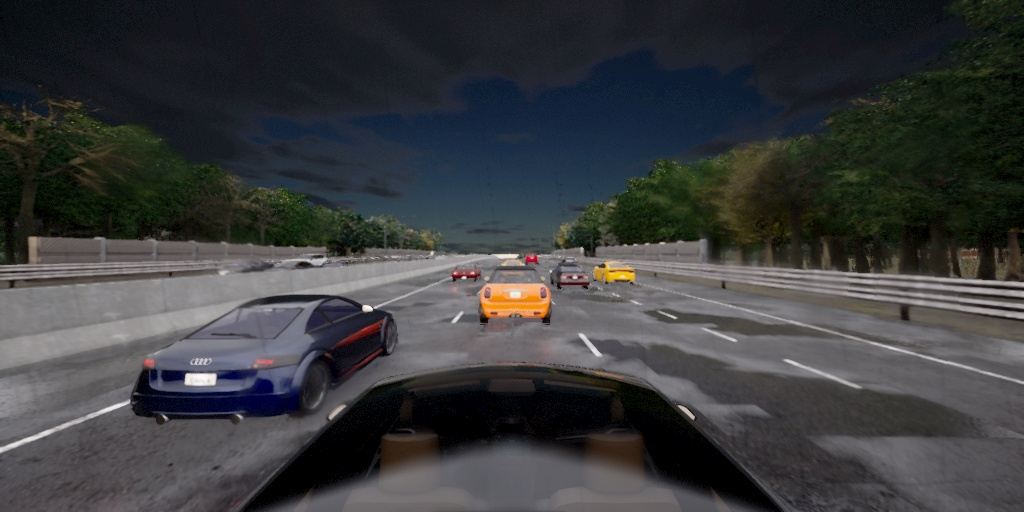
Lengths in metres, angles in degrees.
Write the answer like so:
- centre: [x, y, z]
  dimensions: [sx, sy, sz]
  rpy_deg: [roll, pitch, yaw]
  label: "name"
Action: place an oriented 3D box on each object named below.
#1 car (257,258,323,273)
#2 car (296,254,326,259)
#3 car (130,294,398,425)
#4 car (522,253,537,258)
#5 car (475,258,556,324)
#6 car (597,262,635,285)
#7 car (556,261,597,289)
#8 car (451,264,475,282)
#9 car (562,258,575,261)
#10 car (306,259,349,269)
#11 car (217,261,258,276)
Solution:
- centre: [-17.615, 1.143, 28.767]
  dimensions: [1.837, 1.490, 4.892]
  rpy_deg: [0, 1, 0]
  label: "car"
- centre: [-24.604, 0.734, 43.498]
  dimensions: [2.150, 2.045, 5.566]
  rpy_deg: [0, 0, 0]
  label: "car"
- centre: [-3.402, 1.313, 5.921]
  dimensions: [1.994, 1.385, 4.181]
  rpy_deg: [0, 0, 0]
  label: "car"
- centre: [3.457, 0.485, 65.061]
  dimensions: [2.150, 2.045, 5.566]
  rpy_deg: [0, 1, 0]
  label: "car"
- centre: [0.093, 1.089, 12.128]
  dimensions: [2.097, 1.767, 4.553]
  rpy_deg: [0, 0, 0]
  label: "car"
- centre: [7.061, 1.144, 25.297]
  dimensions: [1.882, 1.535, 5.008]
  rpy_deg: [0, 0, 0]
  label: "car"
- centre: [3.486, 1.235, 22.338]
  dimensions: [2.033, 1.411, 5.357]
  rpy_deg: [0, 0, 0]
  label: "car"
- centre: [-3.418, 1.247, 27.831]
  dimensions: [1.895, 1.301, 4.718]
  rpy_deg: [0, 0, 0]
  label: "car"
- centre: [7.069, 1.024, 44.741]
  dimensions: [1.812, 1.442, 4.674]
  rpy_deg: [0, 1, 0]
  label: "car"
- centre: [-14.115, 1.202, 28.750]
  dimensions: [1.994, 1.385, 4.181]
  rpy_deg: [0, 0, 0]
  label: "car"
- centre: [-21.115, 1.130, 28.761]
  dimensions: [2.128, 1.511, 4.902]
  rpy_deg: [0, 0, 0]
  label: "car"
